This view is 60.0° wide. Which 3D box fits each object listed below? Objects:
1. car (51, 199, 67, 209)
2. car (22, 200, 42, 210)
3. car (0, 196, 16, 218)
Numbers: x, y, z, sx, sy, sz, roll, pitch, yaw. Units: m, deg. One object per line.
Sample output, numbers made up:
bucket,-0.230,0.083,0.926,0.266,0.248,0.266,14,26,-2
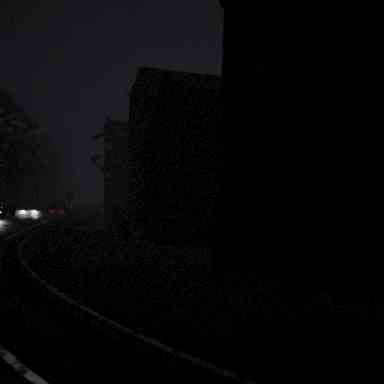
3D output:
car,-20.082,1.759,50.268,2.128,1.511,4.902,2,-1,-15
car,-22.942,1.790,47.743,1.895,1.301,4.718,2,0,-14
car,-18.941,1.404,32.619,2.150,2.045,5.566,2,-1,-14
